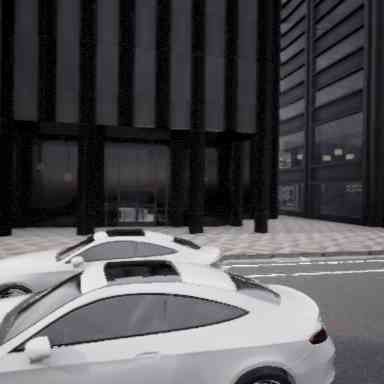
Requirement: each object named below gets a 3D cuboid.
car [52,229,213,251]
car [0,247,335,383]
[{"bbox_3d":[-1.609,1.503,6.640,4.674,1.442,1.812,1,0,-14],"label":"car"},{"bbox_3d":[-0.821,1.512,3.499,4.674,1.442,1.812,1,0,-13],"label":"car"}]
